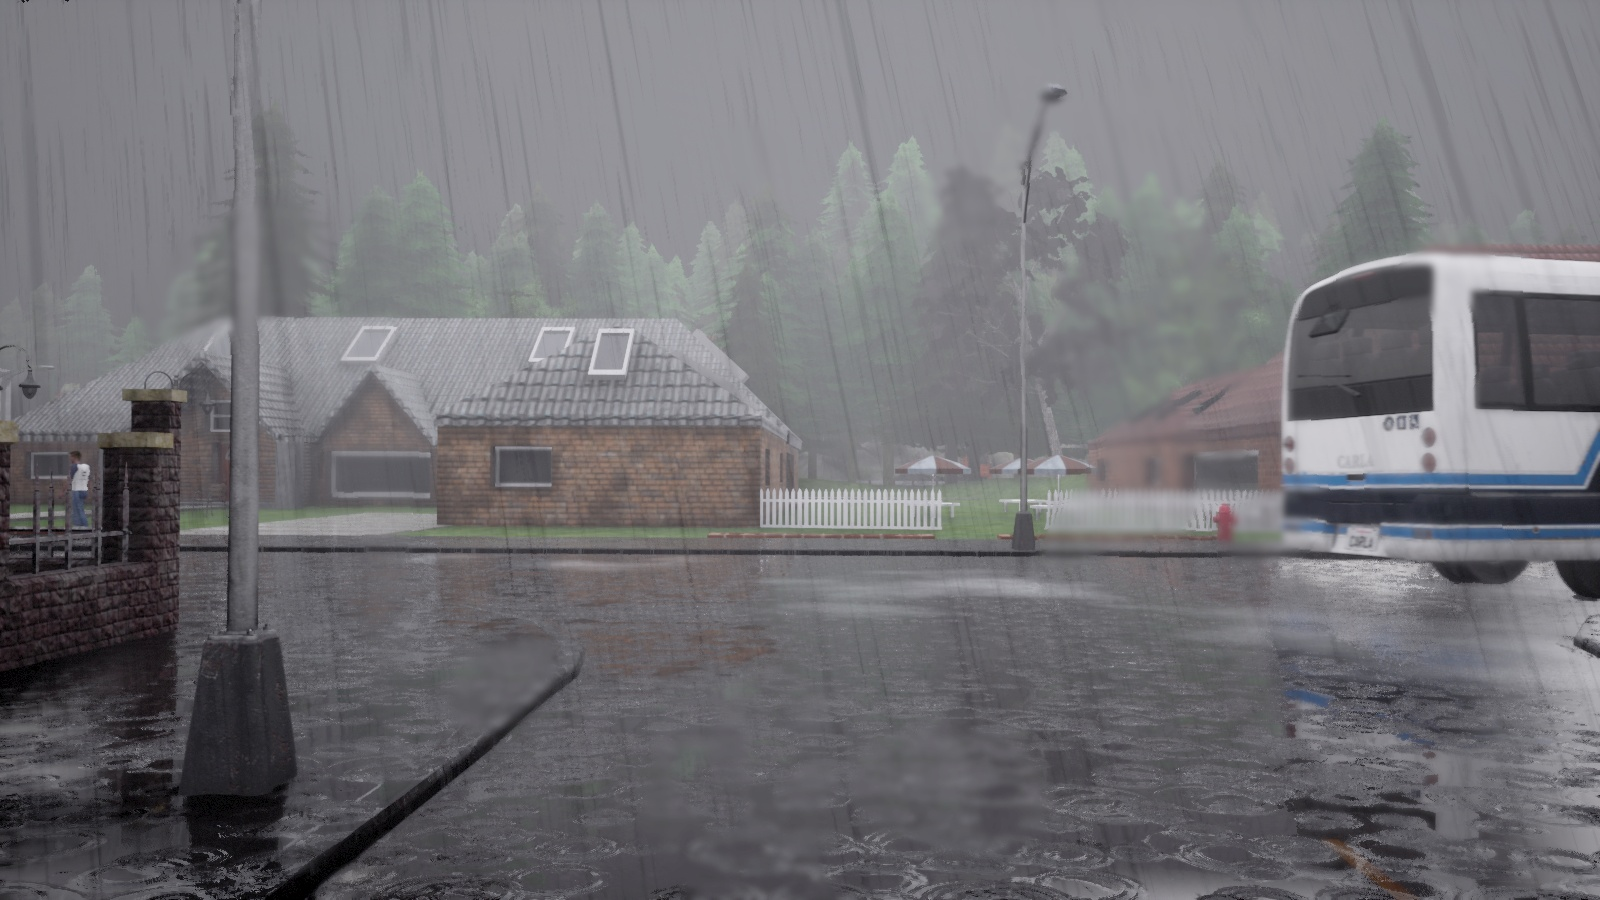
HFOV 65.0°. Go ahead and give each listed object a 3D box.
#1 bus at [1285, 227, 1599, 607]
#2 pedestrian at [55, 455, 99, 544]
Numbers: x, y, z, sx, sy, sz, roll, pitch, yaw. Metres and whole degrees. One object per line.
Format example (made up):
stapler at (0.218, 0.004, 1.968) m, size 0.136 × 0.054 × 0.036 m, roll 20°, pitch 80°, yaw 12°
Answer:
bus at (12.388, -0.325, 17.091) m, size 10.273 × 4.253 × 3.944 m, roll 0°, pitch -2°, yaw -13°
pedestrian at (-14.971, 1.020, 25.992) m, size 0.706 × 1.836 × 0.354 m, roll 0°, pitch -1°, yaw 6°
